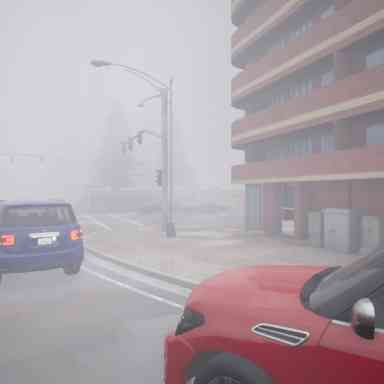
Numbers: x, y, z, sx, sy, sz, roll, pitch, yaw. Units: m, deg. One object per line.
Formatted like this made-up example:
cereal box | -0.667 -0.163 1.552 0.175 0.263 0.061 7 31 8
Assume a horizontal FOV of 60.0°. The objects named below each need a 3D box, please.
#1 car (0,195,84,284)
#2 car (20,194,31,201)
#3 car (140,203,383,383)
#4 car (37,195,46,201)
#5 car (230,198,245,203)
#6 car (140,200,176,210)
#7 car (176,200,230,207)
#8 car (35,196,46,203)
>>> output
car | -4.941 1.221 9.792 2.150 2.045 5.566 0 0 -36
car | -40.464 1.355 81.017 2.097 1.767 4.553 0 0 -23
car | 2.364 1.221 2.441 5.566 2.045 2.150 0 0 36
car | -37.290 1.478 82.497 1.882 1.535 5.008 0 0 -23
car | 5.172 1.533 39.723 5.008 1.535 1.882 0 0 -23
car | -3.352 1.581 36.150 4.674 1.442 1.812 0 0 -23
car | 1.105 1.656 34.237 4.718 1.301 1.895 0 0 -23
car | -33.261 1.540 73.024 2.033 1.411 5.357 0 0 -23
